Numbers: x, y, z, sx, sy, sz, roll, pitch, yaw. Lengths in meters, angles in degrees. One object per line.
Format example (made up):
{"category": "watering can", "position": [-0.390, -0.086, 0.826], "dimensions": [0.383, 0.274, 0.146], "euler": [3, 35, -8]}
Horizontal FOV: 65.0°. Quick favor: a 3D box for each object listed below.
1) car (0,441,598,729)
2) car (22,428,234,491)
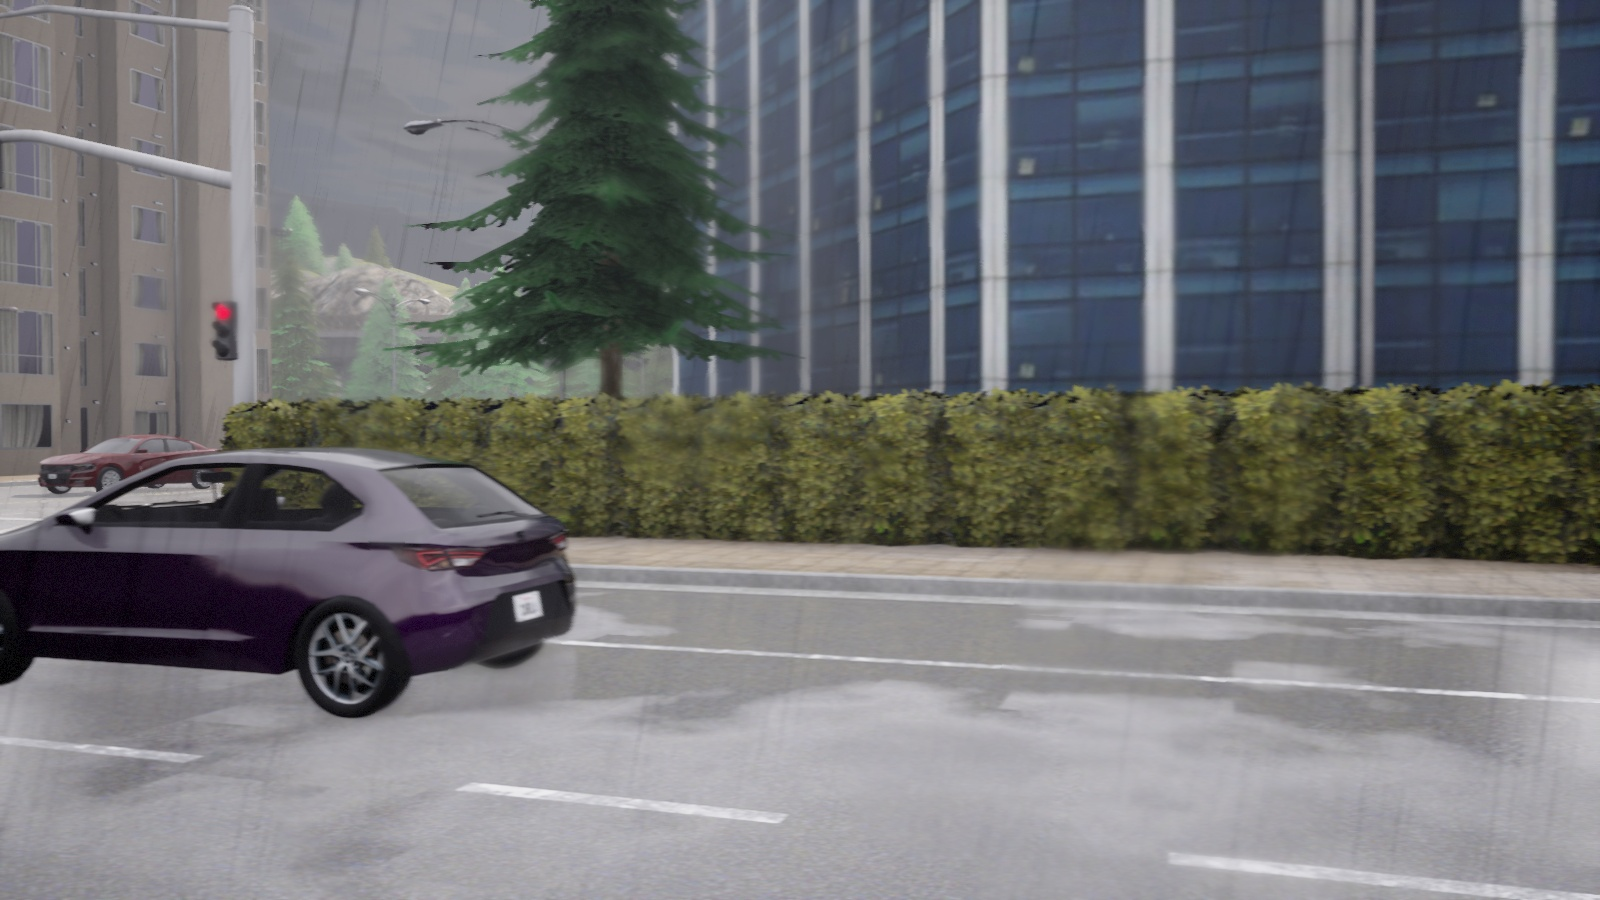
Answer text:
{"category": "car", "position": [-3.610, 0.697, 8.101], "dimensions": [4.193, 1.474, 1.816], "euler": [1, 1, 19]}
{"category": "car", "position": [-17.718, 0.202, 33.442], "dimensions": [1.882, 1.535, 5.008], "euler": [1, 1, 19]}
